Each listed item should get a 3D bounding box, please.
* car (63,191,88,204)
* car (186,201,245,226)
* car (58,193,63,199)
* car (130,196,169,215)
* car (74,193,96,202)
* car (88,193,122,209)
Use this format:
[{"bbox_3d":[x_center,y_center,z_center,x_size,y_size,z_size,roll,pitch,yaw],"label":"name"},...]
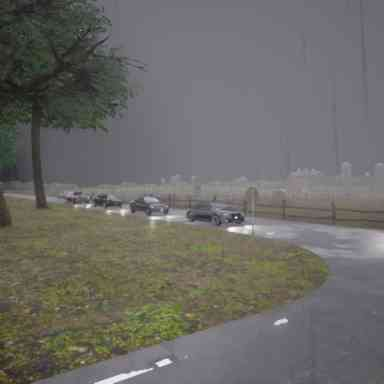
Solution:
[{"bbox_3d":[-15.199,0.675,44.320,2.097,1.767,4.553,-1,1,-36],"label":"car"},{"bbox_3d":[1.436,1.308,21.383,1.994,1.385,4.181,-1,2,-37],"label":"car"},{"bbox_3d":[-22.237,0.642,58.960,1.994,1.385,4.181,-1,1,-36],"label":"car"},{"bbox_3d":[-3.774,1.126,28.535,1.812,1.442,4.674,-1,2,-36],"label":"car"},{"bbox_3d":[-16.396,0.803,50.906,1.895,1.301,4.718,-1,1,-36],"label":"car"},{"bbox_3d":[-9.218,0.940,36.025,1.882,1.535,5.008,-1,2,-36],"label":"car"}]
